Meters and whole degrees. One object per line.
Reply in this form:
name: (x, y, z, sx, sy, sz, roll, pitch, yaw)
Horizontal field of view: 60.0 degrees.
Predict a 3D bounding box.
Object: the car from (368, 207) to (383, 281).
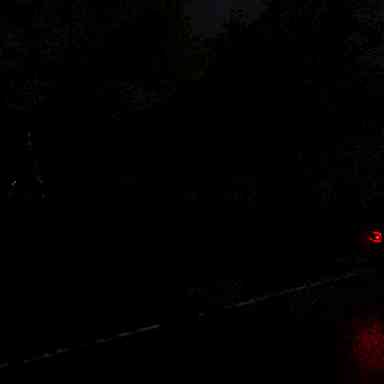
car: (6.764, 1.256, 8.571, 5.566, 2.045, 2.150, 1, -1, -35)
